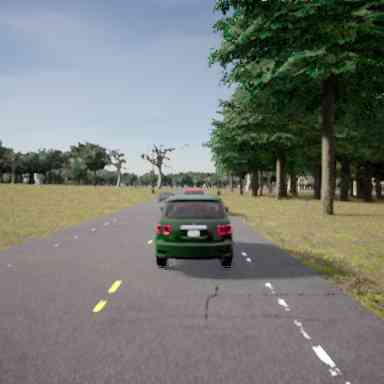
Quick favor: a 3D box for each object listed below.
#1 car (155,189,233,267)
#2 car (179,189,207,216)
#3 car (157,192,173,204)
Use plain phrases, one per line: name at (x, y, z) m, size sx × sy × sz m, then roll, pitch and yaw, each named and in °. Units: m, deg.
car at (0.076, 1.076, 11.024) m, size 2.150 × 2.045 × 5.566 m, roll 0°, pitch 1°, yaw 1°
car at (0.099, 0.784, 28.815) m, size 2.150 × 2.045 × 5.566 m, roll 0°, pitch 1°, yaw 0°
car at (-3.566, 0.739, 44.636) m, size 1.837 × 1.490 × 4.892 m, roll 0°, pitch 1°, yaw 0°
